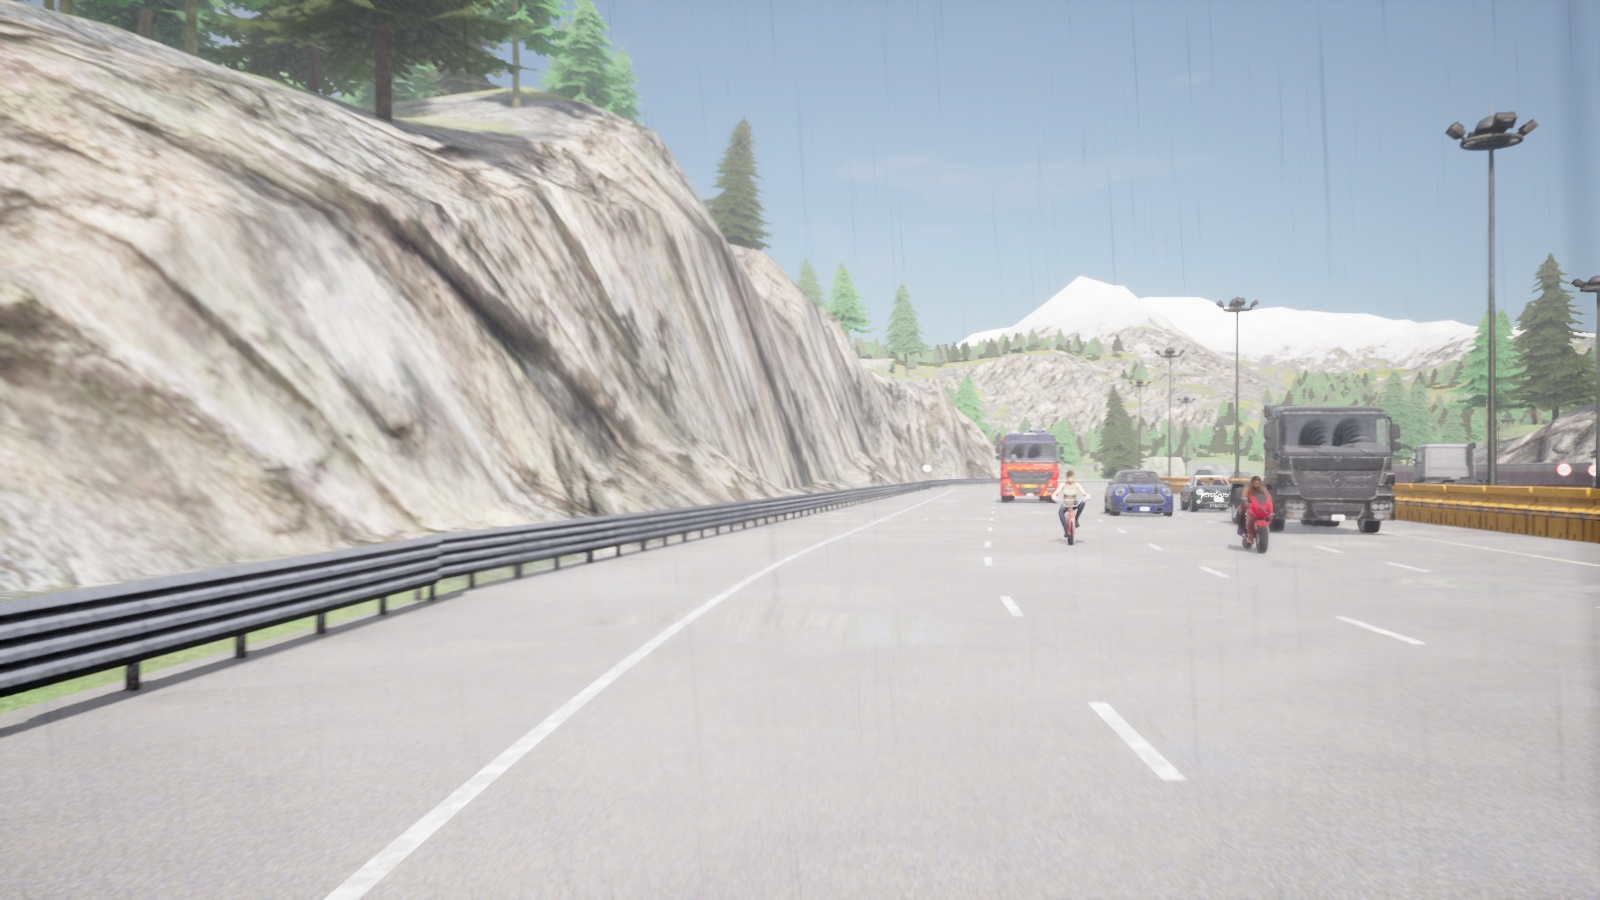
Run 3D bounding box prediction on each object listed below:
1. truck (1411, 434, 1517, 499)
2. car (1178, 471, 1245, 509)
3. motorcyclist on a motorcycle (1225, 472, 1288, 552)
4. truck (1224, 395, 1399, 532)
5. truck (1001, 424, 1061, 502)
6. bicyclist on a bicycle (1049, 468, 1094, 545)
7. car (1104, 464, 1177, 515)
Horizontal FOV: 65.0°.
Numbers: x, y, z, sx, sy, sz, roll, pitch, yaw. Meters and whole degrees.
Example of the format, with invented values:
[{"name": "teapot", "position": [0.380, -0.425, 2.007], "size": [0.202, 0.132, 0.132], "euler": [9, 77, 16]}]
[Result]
[{"name": "truck", "position": [37.734, 0.955, 71.676], "size": [2.891, 3.462, 7.936], "euler": [0, -1, 9]}, {"name": "car", "position": [16.817, 1.606, 51.449], "size": [1.970, 1.475, 3.806], "euler": [0, -1, 8]}, {"name": "motorcyclist on a motorcycle", "position": [9.044, 1.195, 24.939], "size": [0.797, 1.523, 2.044], "euler": [0, -1, 9]}, {"name": "truck", "position": [14.330, 0.404, 35.894], "size": [2.891, 3.462, 7.936], "euler": [0, -1, 9]}, {"name": "truck", "position": [12.032, 0.728, 66.039], "size": [2.891, 3.827, 8.468], "euler": [0, -1, 9]}, {"name": "bicyclist on a bicycle", "position": [5.859, 1.193, 27.179], "size": [0.866, 1.612, 1.509], "euler": [0, -1, 9]}, {"name": "car", "position": [12.404, 1.416, 46.011], "size": [2.097, 1.767, 4.553], "euler": [0, -1, 9]}]
